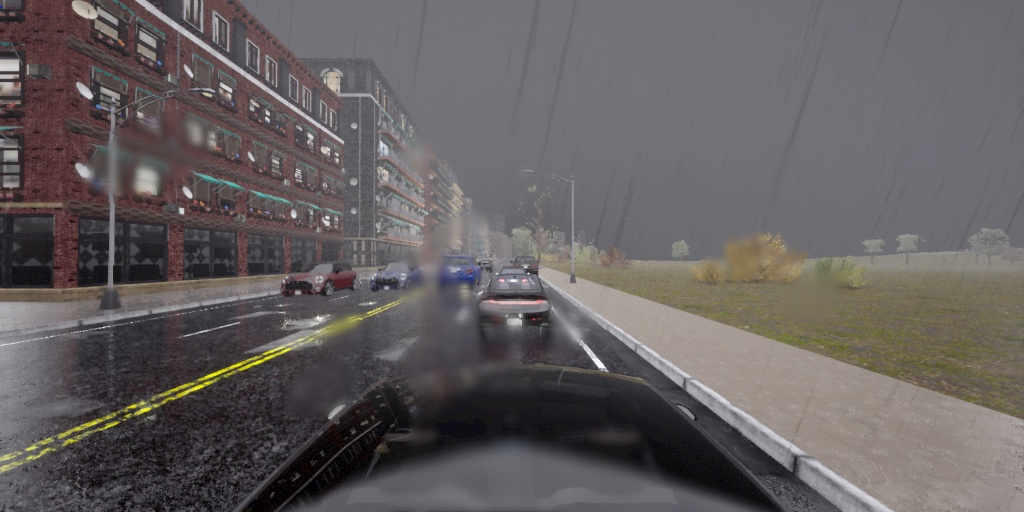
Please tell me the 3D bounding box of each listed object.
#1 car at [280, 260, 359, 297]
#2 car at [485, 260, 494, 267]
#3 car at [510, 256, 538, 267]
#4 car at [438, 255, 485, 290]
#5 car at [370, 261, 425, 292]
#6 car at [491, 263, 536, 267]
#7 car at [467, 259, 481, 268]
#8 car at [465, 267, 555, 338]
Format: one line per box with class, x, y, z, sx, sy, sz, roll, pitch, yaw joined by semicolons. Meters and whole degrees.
car;-9.890;1.105;18.795;2.097;1.767;4.553;0;0;0
car;-3.248;1.256;44.240;1.837;1.490;4.892;0;-1;0
car;1.070;0.979;30.912;2.150;2.045;5.566;0;0;0
car;-3.197;0.975;22.664;2.150;2.045;5.566;0;0;0
car;-6.645;1.105;21.222;2.097;1.767;4.553;0;0;0
car;0.060;1.301;20.700;2.033;1.411;5.357;0;0;0
car;-6.707;1.230;63.288;1.882;1.535;5.008;0;0;0
car;0.081;1.243;10.260;2.128;1.511;4.902;0;0;0
